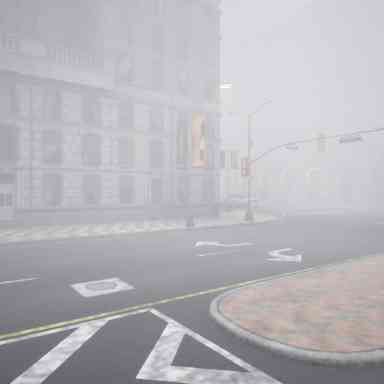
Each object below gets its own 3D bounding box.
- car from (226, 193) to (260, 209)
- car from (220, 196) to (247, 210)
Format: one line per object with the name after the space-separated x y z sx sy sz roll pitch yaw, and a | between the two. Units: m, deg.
6.866 1.221 46.370 2.150 2.045 5.566 0 0 -37 | car
4.695 1.564 43.405 1.994 1.385 4.181 0 0 -36 | car
